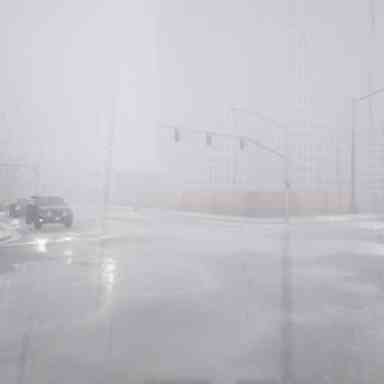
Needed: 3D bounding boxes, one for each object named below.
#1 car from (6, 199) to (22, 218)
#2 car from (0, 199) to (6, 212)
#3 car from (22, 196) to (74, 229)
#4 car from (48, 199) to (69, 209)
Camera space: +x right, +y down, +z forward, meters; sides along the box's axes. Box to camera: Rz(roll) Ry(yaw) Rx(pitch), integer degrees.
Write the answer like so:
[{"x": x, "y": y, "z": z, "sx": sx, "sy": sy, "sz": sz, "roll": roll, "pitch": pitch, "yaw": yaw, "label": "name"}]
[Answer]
[{"x": -15.657, "y": 1.424, "z": 31.097, "sx": 2.097, "sy": 1.767, "sz": 4.553, "roll": 1, "pitch": 0, "yaw": -35, "label": "car"}, {"x": -22.662, "y": 1.558, "z": 41.288, "sx": 1.882, "sy": 1.535, "sz": 5.008, "roll": 1, "pitch": -1, "yaw": -34, "label": "car"}, {"x": -9.785, "y": 1.288, "z": 22.613, "sx": 2.150, "sy": 2.045, "sz": 5.566, "roll": 1, "pitch": 0, "yaw": -35, "label": "car"}, {"x": -20.149, "y": 1.725, "z": 50.207, "sx": 1.994, "sy": 1.385, "sz": 4.181, "roll": 1, "pitch": -1, "yaw": -35, "label": "car"}]
